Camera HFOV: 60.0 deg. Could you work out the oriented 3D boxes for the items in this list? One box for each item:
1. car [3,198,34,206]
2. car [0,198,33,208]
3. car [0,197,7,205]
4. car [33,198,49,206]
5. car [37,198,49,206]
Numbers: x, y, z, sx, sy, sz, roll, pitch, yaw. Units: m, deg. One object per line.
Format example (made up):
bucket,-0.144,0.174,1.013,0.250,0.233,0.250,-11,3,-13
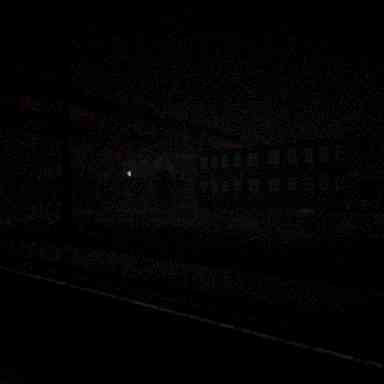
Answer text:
car,-29.520,1.685,56.669,4.536,1.218,1.853,0,0,7
car,-29.468,1.842,56.662,4.974,1.542,2.038,0,0,7
car,-42.821,1.976,71.690,4.974,1.542,2.038,0,0,2
car,-25.940,1.828,57.876,2.038,1.542,4.974,0,0,-23
car,-25.961,1.670,57.924,1.853,1.218,4.536,0,0,-23
